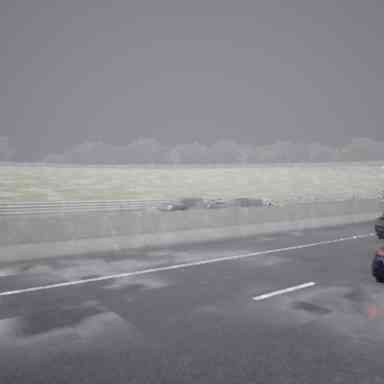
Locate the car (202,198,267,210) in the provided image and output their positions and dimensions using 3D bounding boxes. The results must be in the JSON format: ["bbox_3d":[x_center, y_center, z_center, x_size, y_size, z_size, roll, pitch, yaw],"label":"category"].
[{"bbox_3d":[3.329,1.257,23.561,4.553,1.767,2.097,-1,0,-35],"label":"car"}]

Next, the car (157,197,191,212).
[{"bbox_3d":[-0.782,1.259,29.227,4.553,1.767,2.097,-1,0,-35],"label":"car"}]

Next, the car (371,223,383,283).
[{"bbox_3d":[6.317,1.529,8.256,4.181,1.385,1.994,0,0,-35],"label":"car"}]

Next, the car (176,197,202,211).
[{"bbox_3d":[1.581,1.393,26.614,4.902,1.511,2.128,-1,0,-35],"label":"car"}]

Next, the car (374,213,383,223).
[{"bbox_3d":[10.332,1.398,15.416,4.892,1.490,1.837,-1,1,-35],"label":"car"}]
